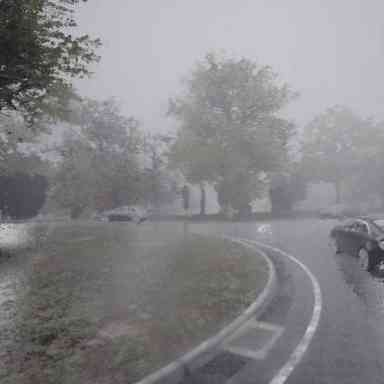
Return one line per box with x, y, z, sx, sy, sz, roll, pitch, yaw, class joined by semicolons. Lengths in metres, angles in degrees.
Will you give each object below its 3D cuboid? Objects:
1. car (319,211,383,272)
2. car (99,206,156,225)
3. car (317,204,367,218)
6.025;1.574;10.942;2.128;1.511;4.902;0;-1;6;car
-5.342;1.878;27.360;4.902;1.511;2.128;-1;-1;19;car
13.398;1.785;29.332;5.357;1.411;2.033;0;-1;-34;car
